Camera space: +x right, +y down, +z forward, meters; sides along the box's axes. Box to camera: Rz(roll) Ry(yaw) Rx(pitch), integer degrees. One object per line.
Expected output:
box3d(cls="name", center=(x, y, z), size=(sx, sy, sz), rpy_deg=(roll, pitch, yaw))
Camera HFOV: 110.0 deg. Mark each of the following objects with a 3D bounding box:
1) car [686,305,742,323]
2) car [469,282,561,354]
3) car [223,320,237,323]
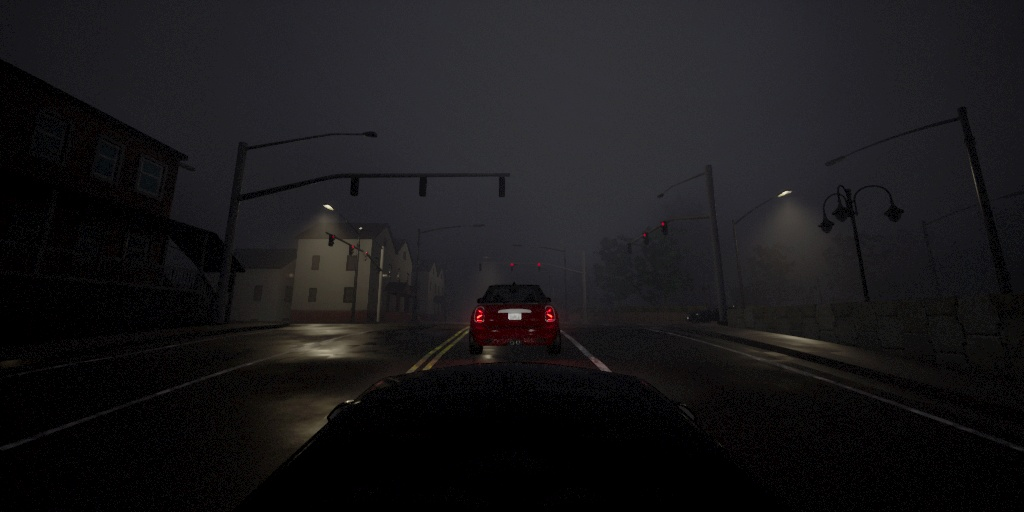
box3d(cls="car", center=(16.315, 4.620, 28.267), size=(4.902, 1.511, 2.128), rpy_deg=(0, -10, 1))
box3d(cls="car", center=(0.063, 1.564, 10.042), size=(2.097, 1.767, 4.553), rpy_deg=(-1, -6, 0))
box3d(cls="car", center=(-19.888, 5.151, 24.882), size=(5.008, 1.535, 1.882), rpy_deg=(-9, -10, 0))
